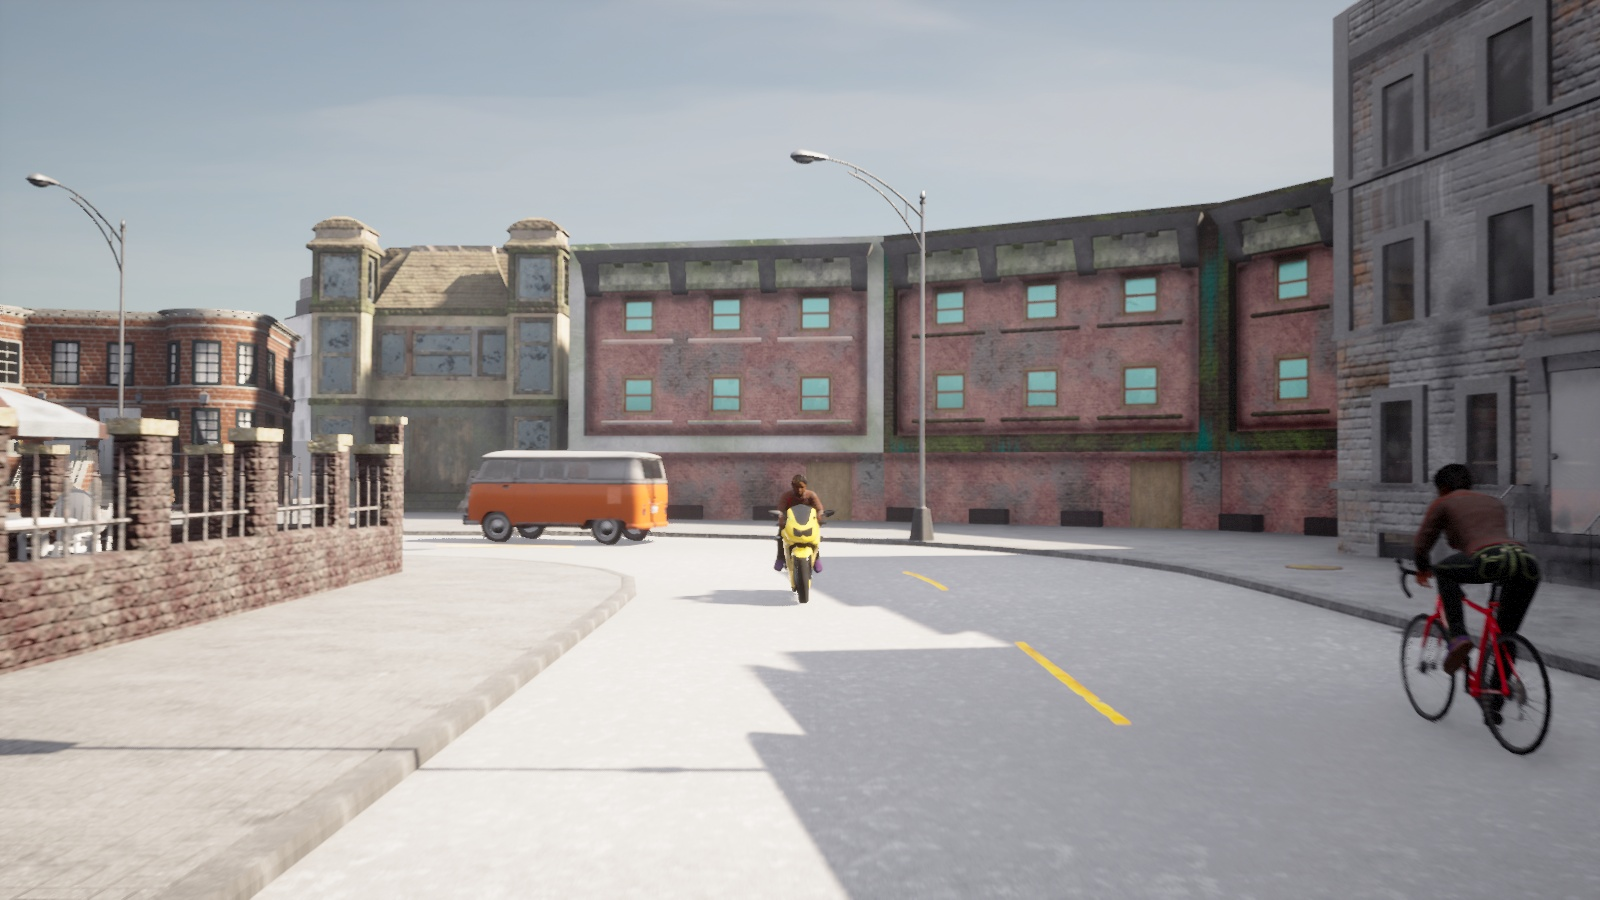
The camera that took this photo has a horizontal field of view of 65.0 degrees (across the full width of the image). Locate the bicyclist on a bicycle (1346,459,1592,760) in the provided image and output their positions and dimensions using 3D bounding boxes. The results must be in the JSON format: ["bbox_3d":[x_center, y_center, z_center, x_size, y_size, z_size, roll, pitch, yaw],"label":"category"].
[{"bbox_3d":[3.981,0.879,7.629,0.582,1.620,1.656,0,-1,0],"label":"bicyclist on a bicycle"}]

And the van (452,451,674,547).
[{"bbox_3d":[-5.143,1.048,27.397,4.442,1.987,1.775,0,-1,15],"label":"van"}]

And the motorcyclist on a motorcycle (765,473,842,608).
[{"bbox_3d":[0.012,1.054,15.379,0.797,1.523,2.044,-1,-1,-3],"label":"motorcyclist on a motorcycle"}]
